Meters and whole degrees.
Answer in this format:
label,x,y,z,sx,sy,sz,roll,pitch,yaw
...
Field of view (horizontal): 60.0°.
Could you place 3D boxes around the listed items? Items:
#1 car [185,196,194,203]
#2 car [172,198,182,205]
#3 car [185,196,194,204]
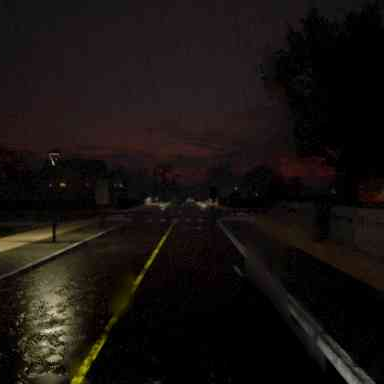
label,x,y,z,sx,sy,sz,roll,pitch,yaw
car,-0.705,1.841,87.168,2.097,1.767,4.553,0,-1,-2
car,-3.204,1.983,70.835,2.033,1.411,5.357,0,-1,-1
car,-0.545,2.107,77.199,1.895,1.301,4.718,0,-1,-1
